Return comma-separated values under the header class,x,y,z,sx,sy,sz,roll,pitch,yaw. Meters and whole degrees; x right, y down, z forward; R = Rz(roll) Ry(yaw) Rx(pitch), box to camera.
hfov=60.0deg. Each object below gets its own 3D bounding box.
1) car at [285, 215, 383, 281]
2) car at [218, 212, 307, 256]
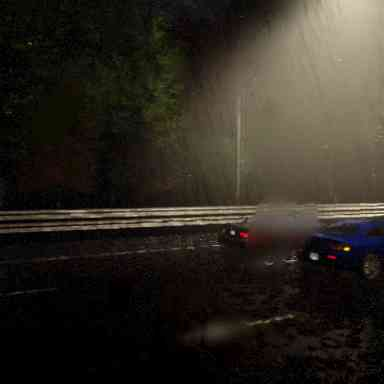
class,x,y,z,sx,sy,sz,roll,pitch,yaw
car,5.216,1.497,9.627,4.674,1.442,1.812,0,1,-26
car,3.662,1.480,12.766,5.357,1.411,2.033,0,0,-26
